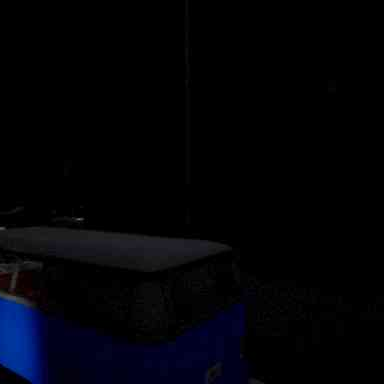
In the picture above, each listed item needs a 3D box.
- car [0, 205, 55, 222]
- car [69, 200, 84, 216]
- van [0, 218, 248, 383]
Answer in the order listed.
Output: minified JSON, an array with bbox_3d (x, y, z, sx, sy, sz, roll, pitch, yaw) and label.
[{"bbox_3d":[-13.528,1.845,27.167,1.812,1.442,4.674,-1,0,33],"label":"car"},{"bbox_3d":[-10.806,1.568,36.770,2.150,2.045,5.566,-1,0,35],"label":"car"},{"bbox_3d":[-1.324,1.381,4.021,3.998,1.788,1.690,-1,0,36],"label":"van"}]
